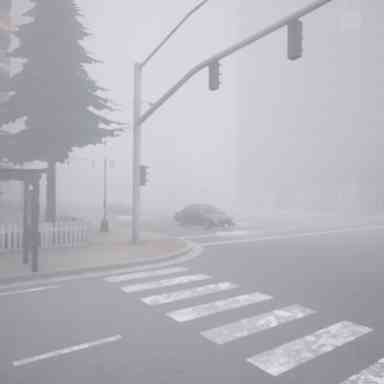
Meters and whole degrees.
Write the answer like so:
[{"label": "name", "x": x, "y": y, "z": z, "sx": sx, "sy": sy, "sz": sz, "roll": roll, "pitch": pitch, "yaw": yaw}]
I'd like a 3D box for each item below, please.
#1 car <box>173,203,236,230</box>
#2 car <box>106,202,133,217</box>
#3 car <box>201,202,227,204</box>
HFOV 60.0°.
[{"label": "car", "x": 0.698, "y": 1.767, "z": 23.185, "sx": 2.033, "sy": 1.411, "sz": 5.357, "roll": 1, "pitch": 0, "yaw": -34}, {"label": "car", "x": -7.509, "y": 1.786, "z": 34.866, "sx": 1.994, "sy": 1.385, "sz": 4.181, "roll": 1, "pitch": -1, "yaw": -35}, {"label": "car", "x": 1.071, "y": 1.766, "z": 28.777, "sx": 1.837, "sy": 1.490, "sz": 4.892, "roll": 1, "pitch": 0, "yaw": -35}]
